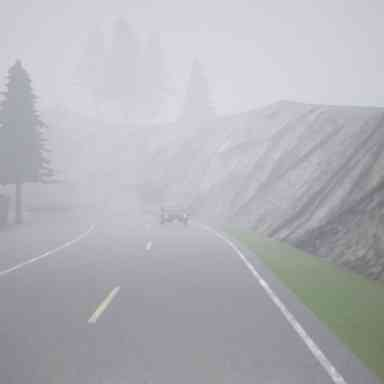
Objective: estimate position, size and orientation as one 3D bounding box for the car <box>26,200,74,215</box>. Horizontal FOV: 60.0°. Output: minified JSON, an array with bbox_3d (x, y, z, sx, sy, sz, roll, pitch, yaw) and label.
[{"bbox_3d":[-14.459,1.528,33.950,4.674,1.442,1.812,0,0,3],"label":"car"}]

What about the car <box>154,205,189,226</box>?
[{"bbox_3d":[-1.602,1.602,23.821,1.895,1.301,4.718,0,0,-14],"label":"car"}]
